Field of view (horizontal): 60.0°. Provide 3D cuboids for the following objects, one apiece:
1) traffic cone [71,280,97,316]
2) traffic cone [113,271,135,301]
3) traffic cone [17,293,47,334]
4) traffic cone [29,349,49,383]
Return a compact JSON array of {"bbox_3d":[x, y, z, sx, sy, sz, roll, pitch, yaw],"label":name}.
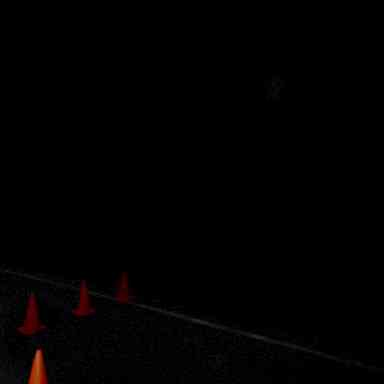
[{"bbox_3d":[-2.057,1.978,6.324,0.340,0.580,0.340,0,0,36],"label":"traffic cone"},{"bbox_3d":[-1.465,1.982,7.130,0.340,0.580,0.340,0,0,36],"label":"traffic cone"},{"bbox_3d":[-2.648,1.974,5.518,0.340,0.580,0.340,0,0,36],"label":"traffic cone"},{"bbox_3d":[-1.628,1.968,3.529,0.340,0.580,0.340,0,0,36],"label":"traffic cone"}]
